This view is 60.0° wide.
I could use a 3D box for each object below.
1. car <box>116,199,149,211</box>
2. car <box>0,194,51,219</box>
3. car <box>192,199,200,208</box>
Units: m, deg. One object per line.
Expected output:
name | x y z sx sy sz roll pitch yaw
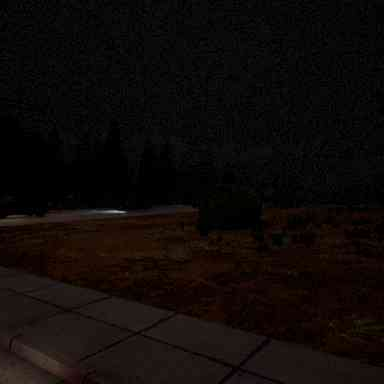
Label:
car | -7.272 1.590 40.931 1.994 1.385 4.181 0 0 36
car | -15.536 1.248 29.740 2.150 2.045 5.566 0 0 36
car | 1.880 1.591 47.269 1.994 1.385 4.181 0 0 39
